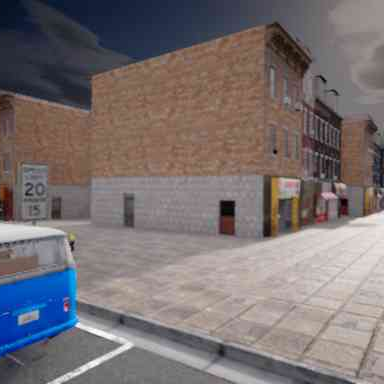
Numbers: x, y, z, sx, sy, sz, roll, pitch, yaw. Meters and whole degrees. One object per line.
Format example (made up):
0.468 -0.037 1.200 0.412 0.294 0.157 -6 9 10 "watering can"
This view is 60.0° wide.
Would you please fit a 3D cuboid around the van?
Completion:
-3.604 1.390 5.355 3.998 1.788 1.690 -1 1 36 "van"
